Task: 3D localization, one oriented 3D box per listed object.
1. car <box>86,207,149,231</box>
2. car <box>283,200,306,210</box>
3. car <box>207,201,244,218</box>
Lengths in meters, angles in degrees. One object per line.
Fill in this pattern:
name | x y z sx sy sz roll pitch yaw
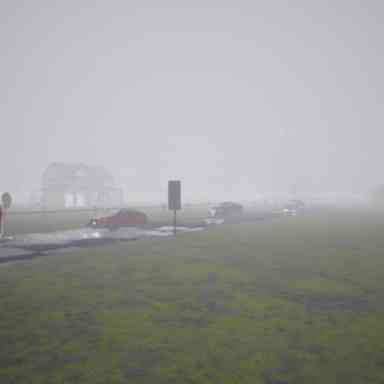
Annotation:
car | -4.717 1.697 21.576 1.994 1.385 4.181 0 0 36
car | 15.232 1.838 49.055 2.033 1.411 5.357 0 0 36
car | 3.367 1.679 32.772 2.128 1.511 4.902 0 0 36
